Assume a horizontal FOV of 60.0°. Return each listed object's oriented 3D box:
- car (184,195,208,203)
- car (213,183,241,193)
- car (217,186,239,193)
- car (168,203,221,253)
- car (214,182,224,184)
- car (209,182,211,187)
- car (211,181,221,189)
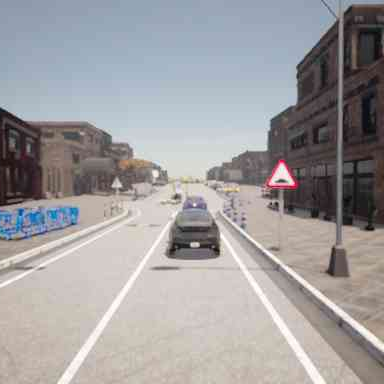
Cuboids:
[{"bbox_3d":[0.335,1.048,29.582,2.097,1.767,4.553,0,1,3],"label":"car"},{"bbox_3d":[7.946,-0.533,72.901,5.366,1.575,1.946,0,3,-1],"label":"car"},{"bbox_3d":[8.101,-0.638,75.659,4.674,1.452,2.002,0,3,-1],"label":"car"},{"bbox_3d":[0.086,1.440,13.317,1.837,1.490,4.892,0,1,0],"label":"car"},{"bbox_3d":[8.031,-0.948,78.401,4.553,1.767,2.185,0,3,-1],"label":"car"},{"bbox_3d":[7.896,-1.489,92.171,4.892,1.521,2.231,0,3,-1],"label":"car"},{"bbox_3d":[8.057,-1.214,81.147,5.566,2.045,2.435,0,3,-1],"label":"car"}]
